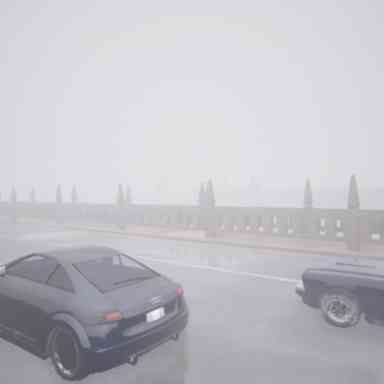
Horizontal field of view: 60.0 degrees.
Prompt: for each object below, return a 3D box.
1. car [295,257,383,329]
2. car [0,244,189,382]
[{"bbox_3d":[4.193,1.606,5.320,4.718,1.301,1.895,0,0,36],"label":"car"},{"bbox_3d":[-2.106,1.588,5.543,4.181,1.385,1.994,0,0,36],"label":"car"}]
